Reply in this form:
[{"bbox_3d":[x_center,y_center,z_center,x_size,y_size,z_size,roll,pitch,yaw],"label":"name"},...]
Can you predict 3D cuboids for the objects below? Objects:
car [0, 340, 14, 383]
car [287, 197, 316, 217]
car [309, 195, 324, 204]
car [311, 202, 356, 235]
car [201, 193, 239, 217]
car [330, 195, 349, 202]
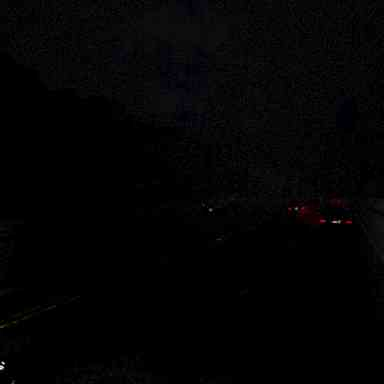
[{"bbox_3d":[-3.252,1.502,1.369,1.837,1.490,4.892,0,0,24],"label":"car"},{"bbox_3d":[10.016,1.488,30.826,2.033,1.411,5.357,0,0,24],"label":"car"},{"bbox_3d":[18.240,1.168,49.112,2.097,1.767,4.553,0,0,26],"label":"car"},{"bbox_3d":[8.114,1.529,18.687,2.033,1.411,5.357,0,0,24],"label":"car"},{"bbox_3d":[2.733,1.167,30.943,2.150,2.045,5.566,0,0,24],"label":"car"},{"bbox_3d":[18.986,1.211,42.830,2.097,1.767,4.553,0,0,24],"label":"car"}]
